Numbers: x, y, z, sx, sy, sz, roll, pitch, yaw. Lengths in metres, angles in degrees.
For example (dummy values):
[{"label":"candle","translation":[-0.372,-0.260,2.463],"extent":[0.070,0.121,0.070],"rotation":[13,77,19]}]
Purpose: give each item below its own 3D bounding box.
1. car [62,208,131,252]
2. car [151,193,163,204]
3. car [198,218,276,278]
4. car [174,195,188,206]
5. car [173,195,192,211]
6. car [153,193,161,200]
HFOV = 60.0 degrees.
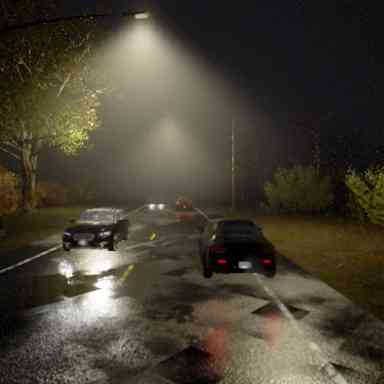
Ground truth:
[{"label":"car","translation":[-3.728,1.438,13.683],"extent":[2.128,1.511,4.902],"rotation":[0,0,-1]},{"label":"car","translation":[-5.747,1.324,54.167],"extent":[1.895,1.301,4.718],"rotation":[0,0,-4]},{"label":"car","translation":[1.183,1.487,9.891],"extent":[1.812,1.442,4.674],"rotation":[0,0,-1]},{"label":"car","translation":[-1.687,1.257,48.936],"extent":[1.837,1.490,4.892],"rotation":[0,0,-4]},{"label":"car","translation":[-0.937,1.345,37.605],"extent":[1.812,1.442,4.674],"rotation":[0,0,-3]},{"label":"car","translation":[-8.466,1.025,81.049],"extent":[1.837,1.490,4.892],"rotation":[0,0,-7]}]
